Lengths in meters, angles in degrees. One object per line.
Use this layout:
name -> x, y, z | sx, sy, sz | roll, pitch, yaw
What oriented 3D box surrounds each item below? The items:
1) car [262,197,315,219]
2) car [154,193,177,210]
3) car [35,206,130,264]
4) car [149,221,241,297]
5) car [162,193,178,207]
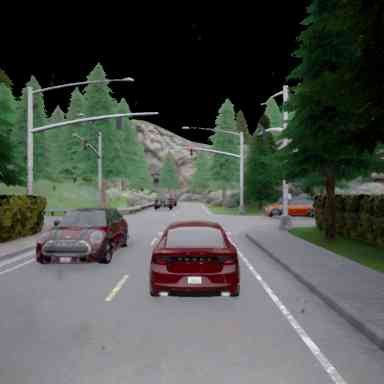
car -> 8.322, 1.337, 28.341 | 4.553, 1.767, 2.097 | 0, 0, 1
car -> -3.583, 1.221, 43.479 | 2.150, 2.045, 5.566 | 0, 0, 0
car -> -3.616, 1.352, 11.759 | 2.097, 1.767, 4.553 | 0, 0, 0
car -> 0.067, 1.478, 8.622 | 1.882, 1.535, 5.008 | 0, 0, 0
car -> -3.552, 1.221, 54.038 | 2.150, 2.045, 5.566 | 0, 0, 1
